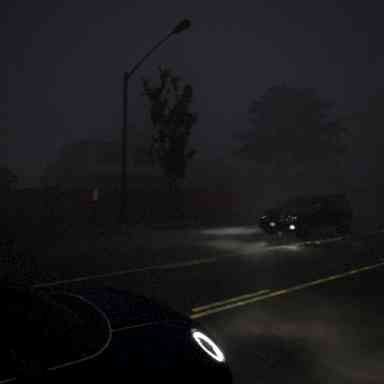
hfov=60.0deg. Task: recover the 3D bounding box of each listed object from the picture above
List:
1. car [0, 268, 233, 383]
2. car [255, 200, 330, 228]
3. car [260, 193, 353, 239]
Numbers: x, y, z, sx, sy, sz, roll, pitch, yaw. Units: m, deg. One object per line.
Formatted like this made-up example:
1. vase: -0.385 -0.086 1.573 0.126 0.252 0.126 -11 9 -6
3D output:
1. car: -1.838 1.353 2.433 4.553 1.767 2.097 -1 0 -36
2. car: 6.638 1.344 21.675 4.902 1.511 2.128 -1 0 -36
3. car: 5.939 1.102 16.870 5.566 2.045 2.150 -1 0 -36
